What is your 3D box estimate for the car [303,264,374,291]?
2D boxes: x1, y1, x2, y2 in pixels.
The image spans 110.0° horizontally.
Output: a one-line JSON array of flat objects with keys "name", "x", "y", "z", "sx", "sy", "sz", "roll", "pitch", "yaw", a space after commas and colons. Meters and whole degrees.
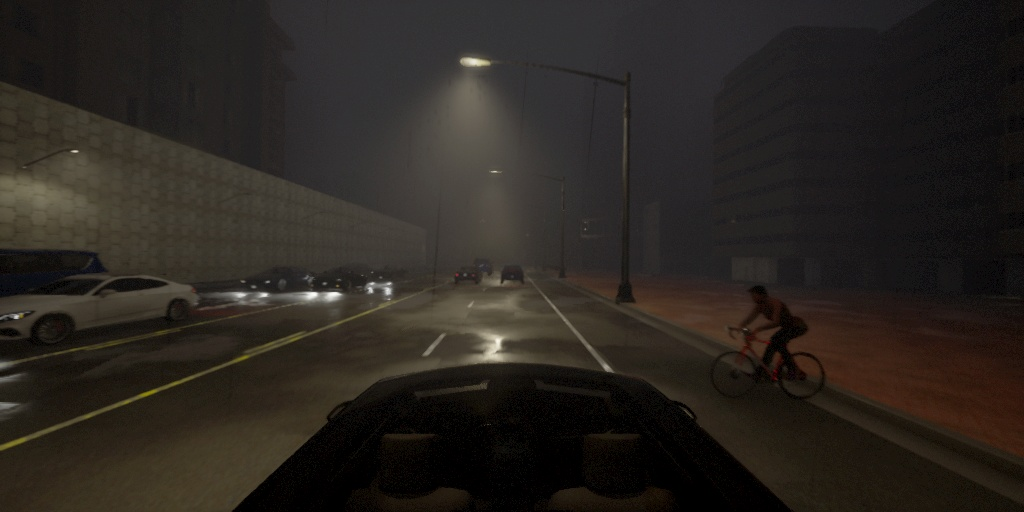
[{"name": "car", "x": -10.504, "y": 1.373, "z": 22.121, "sx": 1.994, "sy": 1.385, "sz": 4.181, "roll": 1, "pitch": 0, "yaw": 0}]

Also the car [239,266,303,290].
[{"name": "car", "x": -14.003, "y": 1.328, "z": 22.120, "sx": 2.033, "sy": 1.411, "sz": 5.357, "roll": 1, "pitch": 0, "yaw": 0}]

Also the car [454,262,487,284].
[{"name": "car", "x": -3.459, "y": 1.469, "z": 29.092, "sx": 2.033, "sy": 1.411, "sz": 5.357, "roll": 1, "pitch": 0, "yaw": 1}]

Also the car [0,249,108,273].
[{"name": "car", "x": -14.093, "y": 0.826, "z": 9.324, "sx": 2.150, "sy": 2.045, "sz": 5.566, "roll": 1, "pitch": 0, "yaw": 0}]

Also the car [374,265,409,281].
[{"name": "car", "x": -10.540, "y": 1.437, "z": 31.064, "sx": 1.895, "sy": 1.301, "sz": 4.718, "roll": 1, "pitch": 0, "yaw": 0}]

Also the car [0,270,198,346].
[{"name": "car", "x": -10.593, "y": 1.184, "z": 9.161, "sx": 1.812, "sy": 1.442, "sz": 4.674, "roll": 1, "pitch": 0, "yaw": 0}]

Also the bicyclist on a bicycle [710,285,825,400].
[{"name": "bicyclist on a bicycle", "x": 3.659, "y": 1.241, "z": 5.127, "sx": 1.656, "sy": 1.620, "sz": 0.582, "roll": 1, "pitch": 0, "yaw": 0}]

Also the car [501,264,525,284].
[{"name": "car", "x": 0.048, "y": 1.459, "z": 30.284, "sx": 1.882, "sy": 1.535, "sz": 5.008, "roll": 1, "pitch": 0, "yaw": 0}]

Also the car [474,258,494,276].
[{"name": "car", "x": -3.467, "y": 1.258, "z": 43.117, "sx": 2.150, "sy": 2.045, "sz": 5.566, "roll": 1, "pitch": 0, "yaw": 1}]
